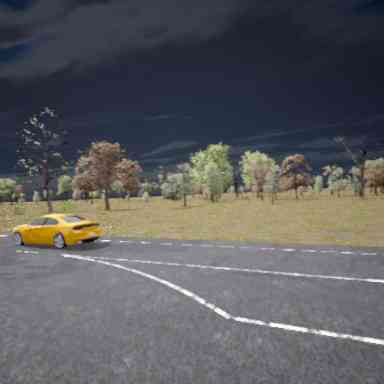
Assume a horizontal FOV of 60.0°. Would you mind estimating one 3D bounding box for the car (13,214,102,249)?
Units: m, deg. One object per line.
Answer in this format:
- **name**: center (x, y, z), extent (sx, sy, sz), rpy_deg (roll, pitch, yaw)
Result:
- **car**: center (-6.661, 1.824, 16.240), extent (5.008, 1.535, 1.882), rpy_deg (-2, 0, 30)
